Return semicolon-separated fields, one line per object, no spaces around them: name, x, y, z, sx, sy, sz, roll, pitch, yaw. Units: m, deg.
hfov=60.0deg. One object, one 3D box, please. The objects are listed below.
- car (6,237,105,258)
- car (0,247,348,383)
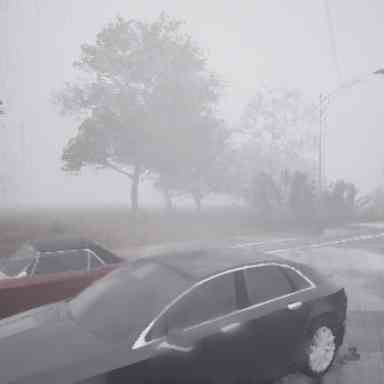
car;-2.865;1.601;6.249;4.718;1.301;1.895;0;0;-36
car;-0.088;1.505;3.929;4.892;1.490;1.837;0;0;-35
